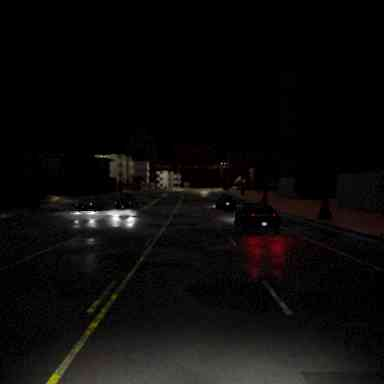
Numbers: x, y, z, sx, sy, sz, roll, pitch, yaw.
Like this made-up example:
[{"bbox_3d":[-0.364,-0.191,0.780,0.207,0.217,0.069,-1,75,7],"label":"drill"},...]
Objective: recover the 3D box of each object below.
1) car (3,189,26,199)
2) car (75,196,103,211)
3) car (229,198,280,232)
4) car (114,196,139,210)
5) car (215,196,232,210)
[{"bbox_3d":[-25.960,0.225,48.642,1.970,1.475,3.806,0,3,0],"label":"car"},{"bbox_3d":[-10.584,1.110,34.522,1.812,1.442,4.674,0,2,0],"label":"car"},{"bbox_3d":[3.607,1.354,18.968,2.128,1.511,4.902,0,1,0],"label":"car"},{"bbox_3d":[-7.083,1.137,36.150,1.895,1.301,4.718,0,2,0],"label":"car"},{"bbox_3d":[3.613,1.115,35.697,1.994,1.385,4.181,0,2,0],"label":"car"}]
